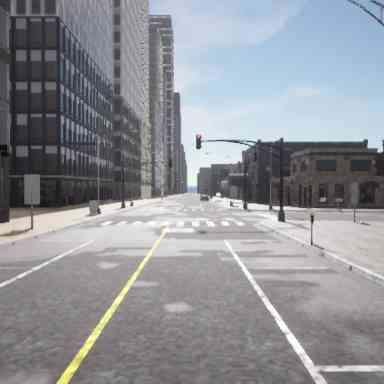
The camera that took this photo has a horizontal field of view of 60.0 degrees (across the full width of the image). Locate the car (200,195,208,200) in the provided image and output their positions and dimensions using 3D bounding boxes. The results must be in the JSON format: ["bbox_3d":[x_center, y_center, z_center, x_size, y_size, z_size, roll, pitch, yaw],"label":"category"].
[{"bbox_3d":[3.146,1.465,89.112,1.837,1.490,4.892,0,0,0],"label":"car"}]

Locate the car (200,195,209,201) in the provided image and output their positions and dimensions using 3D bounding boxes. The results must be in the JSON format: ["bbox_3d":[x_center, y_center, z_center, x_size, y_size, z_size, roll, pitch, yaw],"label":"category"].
[{"bbox_3d":[3.146,1.466,82.111,1.837,1.490,4.892,0,0,0],"label":"car"}]
